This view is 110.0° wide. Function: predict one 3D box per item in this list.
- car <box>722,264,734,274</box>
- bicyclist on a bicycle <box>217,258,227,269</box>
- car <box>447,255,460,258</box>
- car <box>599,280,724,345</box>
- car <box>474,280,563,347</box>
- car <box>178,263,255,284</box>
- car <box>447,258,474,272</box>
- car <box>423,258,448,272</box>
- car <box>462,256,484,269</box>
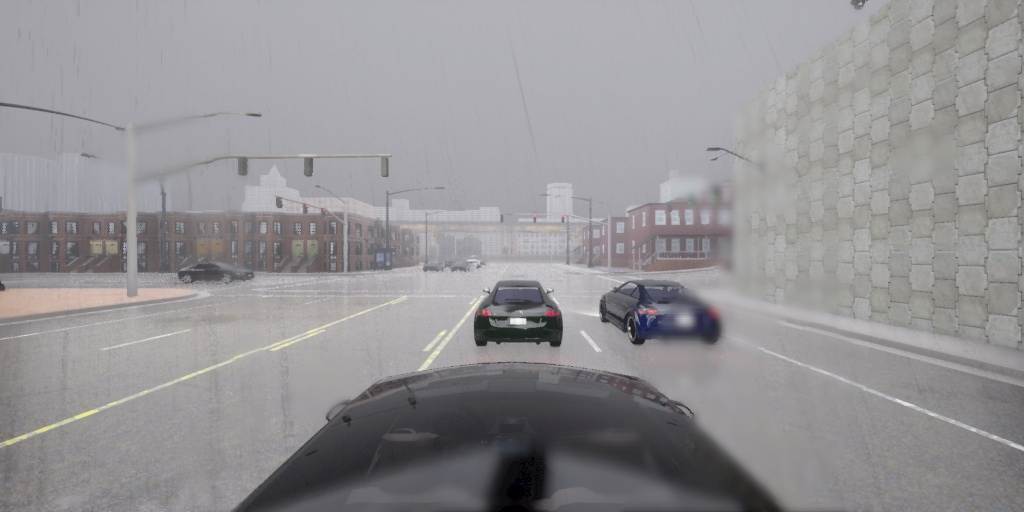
[{"bbox_3d":[20.436,0.682,29.620,5.357,1.411,2.033,-6,0,1],"label":"car"},{"bbox_3d":[-30.380,1.053,37.372,0.582,1.620,1.656,0,0,1],"label":"bicyclist on a bicycle"},{"bbox_3d":[-9.855,0.962,59.746,2.150,2.045,5.566,0,1,1],"label":"car"},{"bbox_3d":[3.670,1.314,9.546,1.994,1.385,4.181,0,0,1],"label":"car"},{"bbox_3d":[0.166,1.314,9.388,1.994,1.385,4.181,0,0,1],"label":"car"},{"bbox_3d":[-21.584,1.255,26.306,4.892,1.490,1.837,0,0,1],"label":"car"},{"bbox_3d":[-6.541,1.297,46.215,2.033,1.411,5.357,0,0,1],"label":"car"},{"bbox_3d":[-10.036,1.297,46.488,2.033,1.411,5.357,0,0,1],"label":"car"},{"bbox_3d":[-6.378,0.973,58.658,2.150,2.045,5.566,0,0,1],"label":"car"}]
